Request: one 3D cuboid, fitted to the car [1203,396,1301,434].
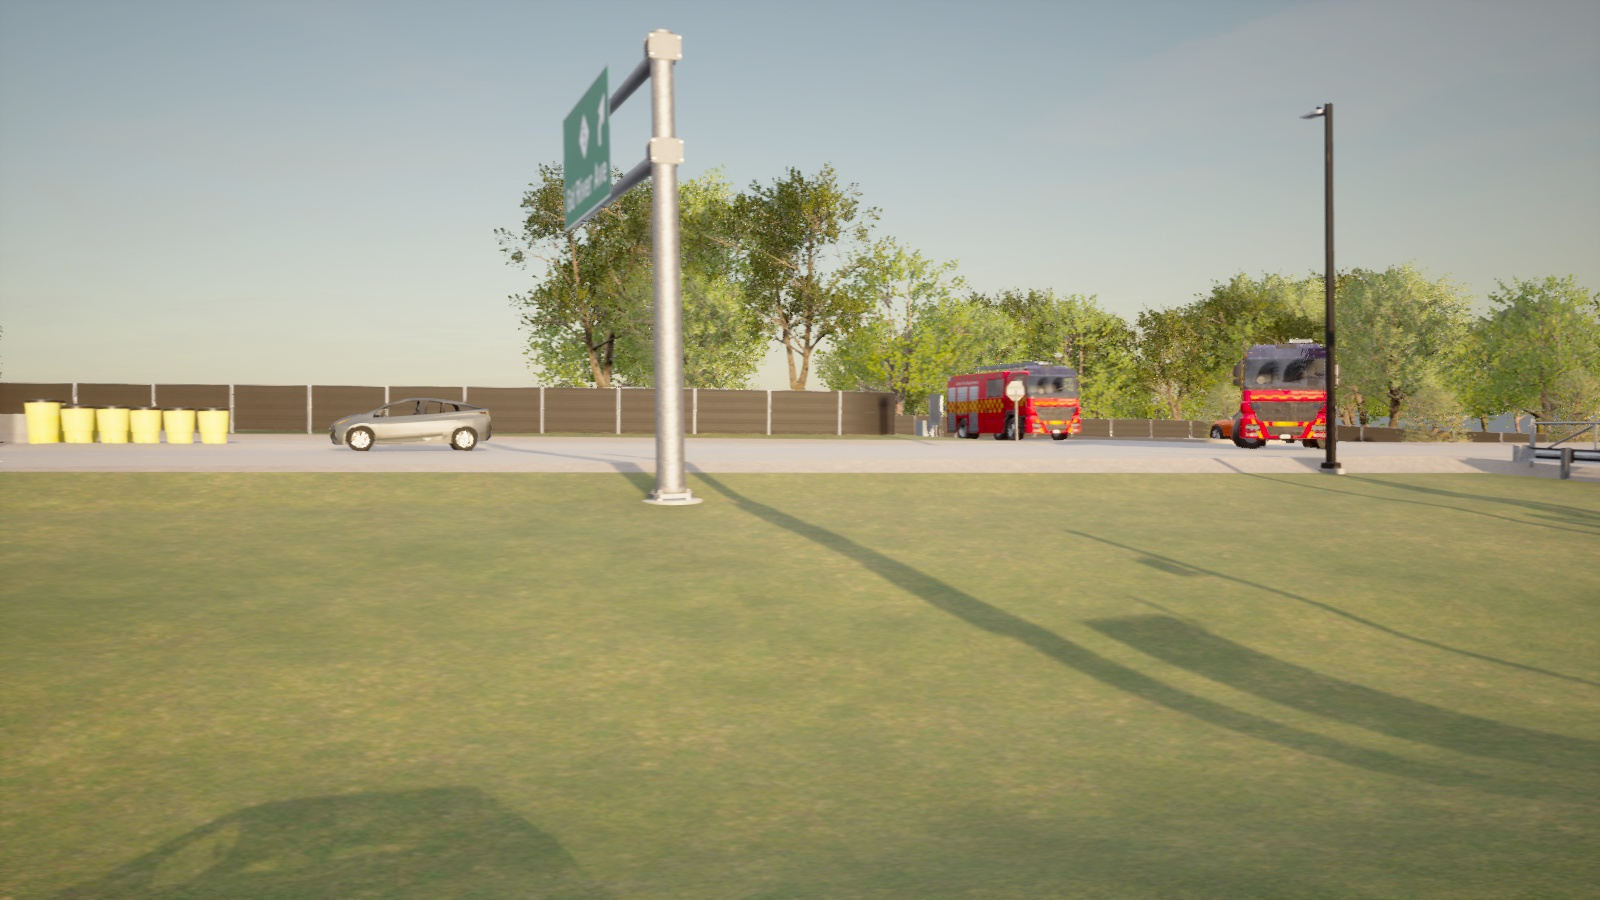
[{"bbox_3d":[22.355,-1.716,62.281,2.097,1.767,4.553,-1,1,-20],"label":"car"}]

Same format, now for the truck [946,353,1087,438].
[{"bbox_3d":[10.486,-2.586,61.929,2.891,3.827,8.468,-2,1,-20],"label":"truck"}]

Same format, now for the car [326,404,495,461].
[{"bbox_3d":[-11.230,-0.526,36.245,4.514,1.525,2.007,-1,1,-20],"label":"car"}]

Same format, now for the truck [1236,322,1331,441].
[{"bbox_3d":[17.443,-2.342,45.288,2.891,3.827,8.468,0,1,21],"label":"truck"}]
